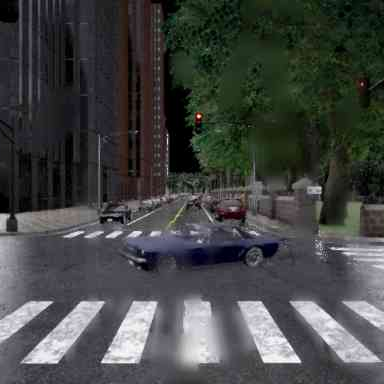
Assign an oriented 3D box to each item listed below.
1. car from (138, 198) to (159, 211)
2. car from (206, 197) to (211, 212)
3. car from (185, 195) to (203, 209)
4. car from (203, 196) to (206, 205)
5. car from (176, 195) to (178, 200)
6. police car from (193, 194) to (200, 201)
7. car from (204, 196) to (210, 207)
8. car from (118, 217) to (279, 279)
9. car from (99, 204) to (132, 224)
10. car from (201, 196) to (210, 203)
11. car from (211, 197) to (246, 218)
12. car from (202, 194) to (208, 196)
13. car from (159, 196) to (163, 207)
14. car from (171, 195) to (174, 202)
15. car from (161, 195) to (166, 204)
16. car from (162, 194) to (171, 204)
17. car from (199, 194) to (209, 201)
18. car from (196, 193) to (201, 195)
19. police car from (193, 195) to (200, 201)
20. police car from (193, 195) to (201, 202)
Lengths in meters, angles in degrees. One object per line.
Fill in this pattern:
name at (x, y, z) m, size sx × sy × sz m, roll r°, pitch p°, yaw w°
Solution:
car at (-5.633, 1.579, 41.605) m, size 2.008 × 1.369 × 4.403 m, roll 0°, pitch 0°, yaw 0°
car at (2.875, 1.588, 36.129) m, size 1.947 × 1.339 × 4.313 m, roll 0°, pitch 0°, yaw 0°
car at (0.239, 1.538, 45.576) m, size 1.837 × 1.490 × 4.892 m, roll 0°, pitch 0°, yaw 0°
car at (2.909, 1.585, 47.042) m, size 2.008 × 1.369 × 4.403 m, roll 0°, pitch 0°, yaw 0°
car at (-5.479, 1.533, 90.718) m, size 1.967 × 1.590 × 4.097 m, roll 0°, pitch 0°, yaw 0°
police car at (1.188, 1.521, 91.988) m, size 1.930 × 1.638 × 5.238 m, roll 0°, pitch 0°, yaw 0°
car at (2.892, 1.579, 41.586) m, size 2.008 × 1.369 × 4.403 m, roll 0°, pitch 0°, yaw 0°
car at (0.270, 1.632, 10.097) m, size 4.718 × 1.301 × 1.895 m, roll 1°, pitch 0°, yaw -29°
car at (-5.685, 1.576, 25.234) m, size 1.947 × 1.339 × 4.313 m, roll 0°, pitch 0°, yaw 0°
car at (2.995, 1.593, 74.495) m, size 1.752 × 1.417 × 4.829 m, roll 0°, pitch 0°, yaw 0°
car at (2.841, 1.326, 25.217) m, size 2.192 × 1.841 × 5.009 m, roll 0°, pitch 0°, yaw 0°
car at (2.926, 1.481, 52.499) m, size 1.967 × 1.590 × 4.097 m, roll 0°, pitch 0°, yaw 0°
car at (-5.616, 1.616, 47.062) m, size 1.802 × 1.307 × 4.206 m, roll 0°, pitch 0°, yaw 0°
car at (-5.547, 1.375, 68.890) m, size 2.192 × 1.841 × 5.009 m, roll 0°, pitch 0°, yaw 0°
car at (-5.599, 1.623, 52.519) m, size 1.802 × 1.307 × 4.206 m, roll 0°, pitch 0°, yaw 0°
car at (-5.565, 1.635, 63.433) m, size 1.802 × 1.307 × 4.206 m, roll 0°, pitch 0°, yaw 0°
car at (3.029, 1.400, 85.238) m, size 2.192 × 1.841 × 5.009 m, roll 0°, pitch 0°, yaw 0°
car at (0.288, 1.532, 64.078) m, size 1.882 × 1.535 × 5.008 m, roll 0°, pitch 0°, yaw 0°
police car at (1.151, 1.511, 85.988) m, size 1.930 × 1.638 × 5.238 m, roll 0°, pitch 0°, yaw 0°
police car at (1.138, 1.495, 75.988) m, size 1.930 × 1.638 × 5.238 m, roll 0°, pitch 0°, yaw 0°
